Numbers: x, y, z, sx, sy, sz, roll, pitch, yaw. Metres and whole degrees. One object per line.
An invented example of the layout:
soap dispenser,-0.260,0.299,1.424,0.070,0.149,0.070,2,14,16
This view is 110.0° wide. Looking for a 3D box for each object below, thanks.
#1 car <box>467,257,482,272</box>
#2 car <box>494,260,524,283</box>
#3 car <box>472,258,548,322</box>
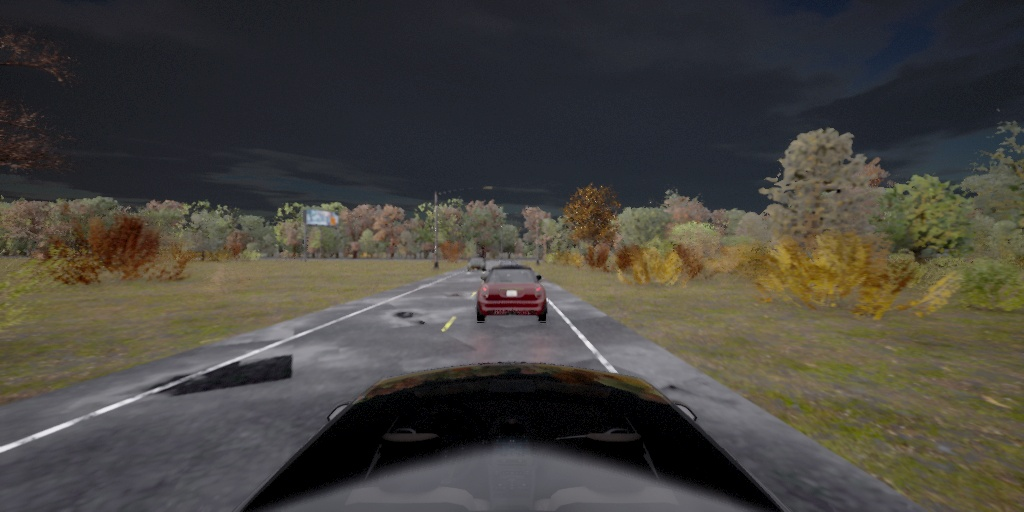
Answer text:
car,-4.153,0.939,42.640,2.097,1.767,4.553,0,0,-1
car,-0.252,1.139,27.775,2.128,1.511,4.902,0,0,-1
car,-0.027,1.063,12.295,2.097,1.767,4.553,0,0,-1
